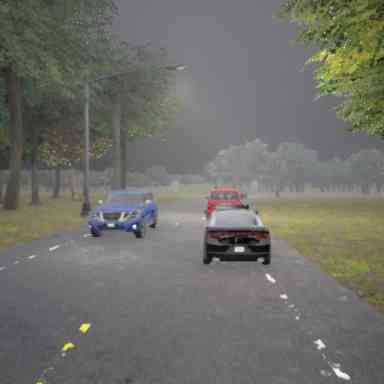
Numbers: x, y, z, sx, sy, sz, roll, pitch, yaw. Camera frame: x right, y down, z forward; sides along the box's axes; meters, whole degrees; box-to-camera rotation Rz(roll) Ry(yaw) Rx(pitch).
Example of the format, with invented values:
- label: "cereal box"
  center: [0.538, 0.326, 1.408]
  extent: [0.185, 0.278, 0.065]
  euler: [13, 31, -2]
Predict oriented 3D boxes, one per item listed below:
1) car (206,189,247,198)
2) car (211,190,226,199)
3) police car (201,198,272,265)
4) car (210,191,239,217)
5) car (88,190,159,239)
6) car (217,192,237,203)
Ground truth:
- label: "car"
  center: [2.027, 0.833, 20.774]
  extent: [2.150, 2.045, 5.566]
  euler: [0, 1, 5]
- label: "car"
  center: [4.933, 0.452, 61.081]
  extent: [1.882, 1.535, 5.008]
  euler: [1, 1, 16]
- label: "police car"
  center: [1.320, 1.206, 11.009]
  extent: [1.930, 1.638, 5.238]
  euler: [0, 1, 3]
- label: "car"
  center: [2.656, 0.860, 26.609]
  extent: [2.097, 1.767, 4.553]
  euler: [0, 1, 7]
- label: "car"
  center: [-3.007, 0.911, 15.854]
  extent: [2.150, 2.045, 5.566]
  euler: [0, 1, 4]
- label: "car"
  center: [4.945, 0.733, 46.420]
  extent: [2.033, 1.411, 5.357]
  euler: [0, 1, 13]
